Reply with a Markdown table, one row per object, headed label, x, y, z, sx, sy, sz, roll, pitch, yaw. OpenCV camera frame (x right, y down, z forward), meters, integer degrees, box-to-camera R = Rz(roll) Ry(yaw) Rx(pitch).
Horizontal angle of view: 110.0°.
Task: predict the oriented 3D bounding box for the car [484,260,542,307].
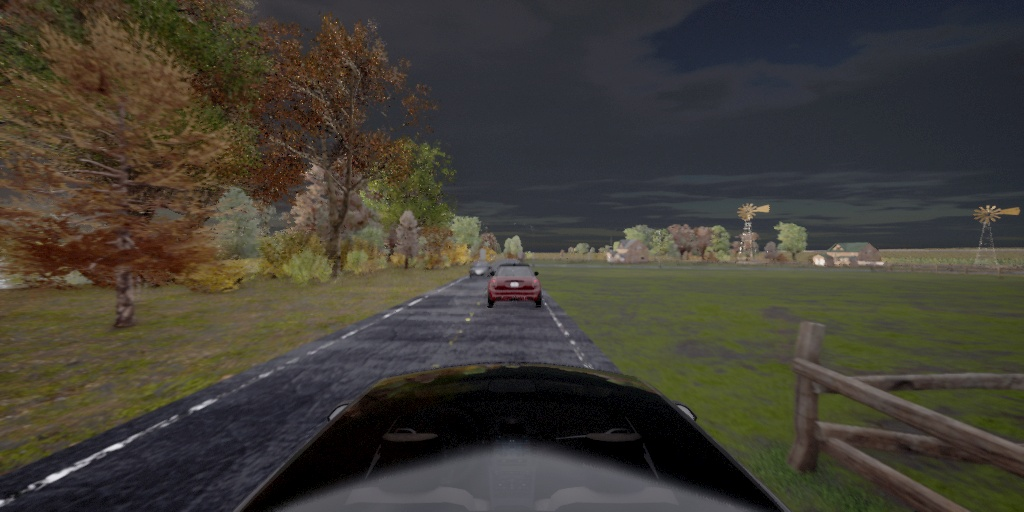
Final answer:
| label | x | y | z | sx | sy | sz | roll | pitch | yaw |
| --- | --- | --- | --- | --- | --- | --- | --- | --- | --- |
| car | 0.099 | 1.075 | 15.442 | 2.097 | 1.767 | 4.553 | 0 | 0 | 0 |

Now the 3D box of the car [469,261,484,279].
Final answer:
| label | x | y | z | sx | sy | sz | roll | pitch | yaw |
| --- | --- | --- | --- | --- | --- | --- | --- | --- | --- |
| car | -2.747 | 1.183 | 32.348 | 2.128 | 1.511 | 4.902 | 0 | 0 | 0 |

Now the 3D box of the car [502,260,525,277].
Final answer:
| label | x | y | z | sx | sy | sz | roll | pitch | yaw |
| --- | --- | --- | --- | --- | --- | --- | --- | --- | --- |
| car | 0.104 | 1.177 | 35.559 | 2.128 | 1.511 | 4.902 | 0 | 0 | 0 |
